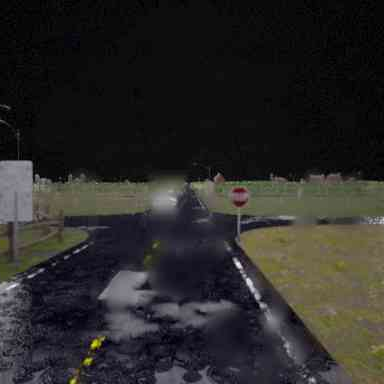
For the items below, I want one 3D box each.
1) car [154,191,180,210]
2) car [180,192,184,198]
[{"bbox_3d":[-2.757,0.943,35.973,2.150,2.045,5.566,0,2,0],"label":"car"},{"bbox_3d":[-2.763,0.623,73.363,2.033,1.411,5.357,0,1,0],"label":"car"}]
